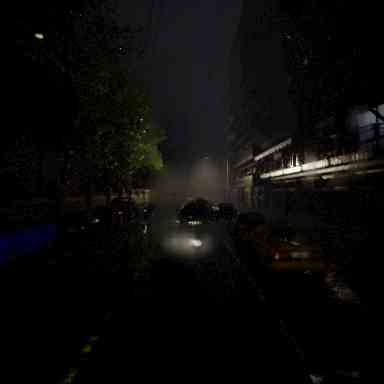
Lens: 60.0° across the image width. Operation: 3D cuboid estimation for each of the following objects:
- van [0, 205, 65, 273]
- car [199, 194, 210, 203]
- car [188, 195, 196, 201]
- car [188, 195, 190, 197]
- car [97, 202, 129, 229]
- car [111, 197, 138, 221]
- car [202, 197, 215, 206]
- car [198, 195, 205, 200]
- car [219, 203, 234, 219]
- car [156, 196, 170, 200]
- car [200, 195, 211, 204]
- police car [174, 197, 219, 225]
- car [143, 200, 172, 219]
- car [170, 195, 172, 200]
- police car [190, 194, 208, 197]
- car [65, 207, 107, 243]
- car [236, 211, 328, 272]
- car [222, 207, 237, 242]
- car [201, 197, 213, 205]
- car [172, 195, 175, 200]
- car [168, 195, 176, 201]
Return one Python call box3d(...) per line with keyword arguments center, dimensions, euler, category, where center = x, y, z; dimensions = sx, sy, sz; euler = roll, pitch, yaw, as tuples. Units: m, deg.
box3d(center=(-5.688, 1.346, 10.412), dimensions=(1.690, 1.788, 3.998), euler=(0, 0, 0), category="van")
box3d(center=(2.705, 1.402, 72.345), dimensions=(2.192, 1.841, 5.009), euler=(0, 0, 0), category="car")
box3d(center=(0.019, 1.438, 79.684), dimensions=(1.882, 1.535, 5.008), euler=(0, 0, 0), category="car")
box3d(center=(0.014, 1.609, 58.577), dimensions=(2.033, 1.411, 5.357), euler=(0, 0, 0), category="car")
box3d(center=(-5.686, 1.559, 21.674), dimensions=(1.887, 1.381, 4.507), euler=(0, 0, 0), category="car")
box3d(center=(-5.684, 1.334, 27.306), dimensions=(2.192, 1.841, 5.009), euler=(0, 0, 0), category="car")
box3d(center=(2.702, 1.601, 55.454), dimensions=(1.887, 1.381, 4.507), euler=(0, 0, 0), category="car")
box3d(center=(2.710, 1.574, 94.866), dimensions=(1.967, 1.590, 4.097), euler=(0, 0, 0), category="car")
box3d(center=(2.696, 1.585, 27.304), dimensions=(1.947, 1.339, 4.313), euler=(0, 0, 0), category="car")
box3d(center=(-5.678, 1.506, 61.087), dimensions=(1.967, 1.590, 4.097), euler=(0, 0, 0), category="car")
box3d(center=(2.705, 1.516, 66.714), dimensions=(1.967, 1.590, 4.097), euler=(0, 0, 0), category="car")
box3d(center=(0.449, 1.442, 24.362), dimensions=(1.930, 1.638, 5.238), euler=(0, 0, 12), category="police car")
box3d(center=(-3.093, 1.622, 29.337), dimensions=(1.895, 1.301, 4.718), euler=(0, 0, 0), category="car")
box3d(center=(-5.676, 1.516, 66.715), dimensions=(1.967, 1.590, 4.097), euler=(0, 0, 0), category="car")
box3d(center=(0.909, 1.459, 40.175), dimensions=(1.930, 1.638, 5.238), euler=(0, 0, 0), category="police car")
box3d(center=(-5.687, 1.591, 16.043), dimensions=(1.802, 1.307, 4.206), euler=(0, 0, 0), category="car")
box3d(center=(2.693, 1.531, 10.581), dimensions=(1.752, 1.417, 4.829), euler=(0, 0, 0), category="car")
box3d(center=(2.694, 1.592, 16.042), dimensions=(1.802, 1.307, 4.206), euler=(0, 0, 0), category="car")
box3d(center=(2.703, 1.611, 61.085), dimensions=(1.887, 1.381, 4.507), euler=(0, 0, 0), category="car")
box3d(center=(-5.673, 1.648, 77.976), dimensions=(2.008, 1.369, 4.403), euler=(0, 0, 0), category="car")
box3d(center=(-5.670, 1.658, 94.697), dimensions=(1.752, 1.417, 4.829), euler=(0, 0, 0), category="car")
